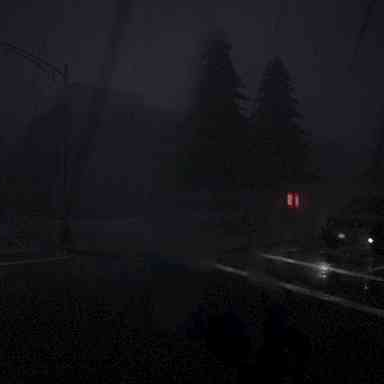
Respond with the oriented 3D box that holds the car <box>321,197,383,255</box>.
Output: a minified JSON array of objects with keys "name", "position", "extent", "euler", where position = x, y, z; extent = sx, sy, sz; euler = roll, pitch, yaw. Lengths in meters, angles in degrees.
[{"name":"car","position":[7.665,1.248,13.763],"extent":[5.566,2.045,2.150],"euler":[0,0,-37]}]
